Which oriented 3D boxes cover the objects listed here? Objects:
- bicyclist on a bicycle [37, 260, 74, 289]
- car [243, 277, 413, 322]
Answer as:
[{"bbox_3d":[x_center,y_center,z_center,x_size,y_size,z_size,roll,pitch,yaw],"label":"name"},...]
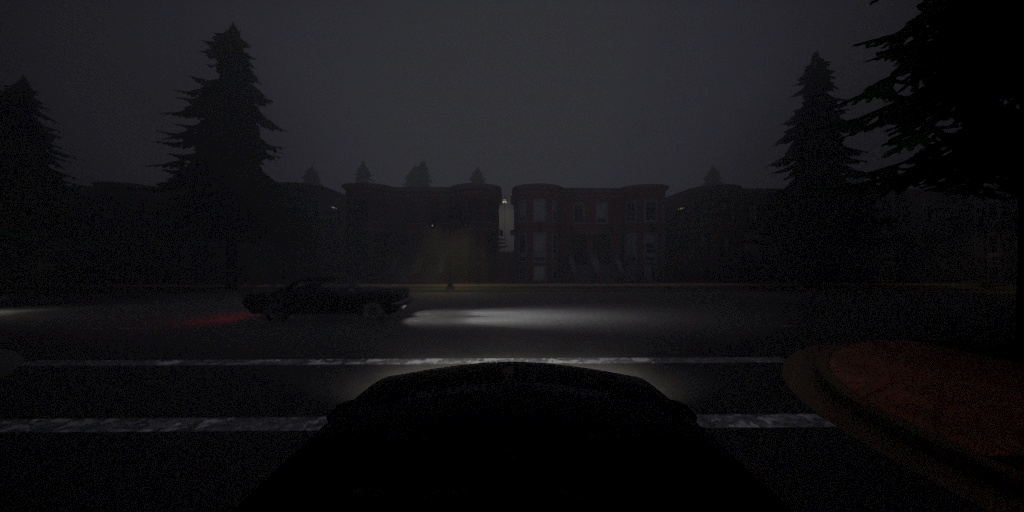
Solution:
[{"bbox_3d":[-25.683,1.043,20.193,0.582,1.620,1.656,0,0,-1],"label":"bicyclist on a bicycle"},{"bbox_3d":[-5.748,1.348,11.678,4.718,1.301,1.895,0,0,-1],"label":"car"}]
